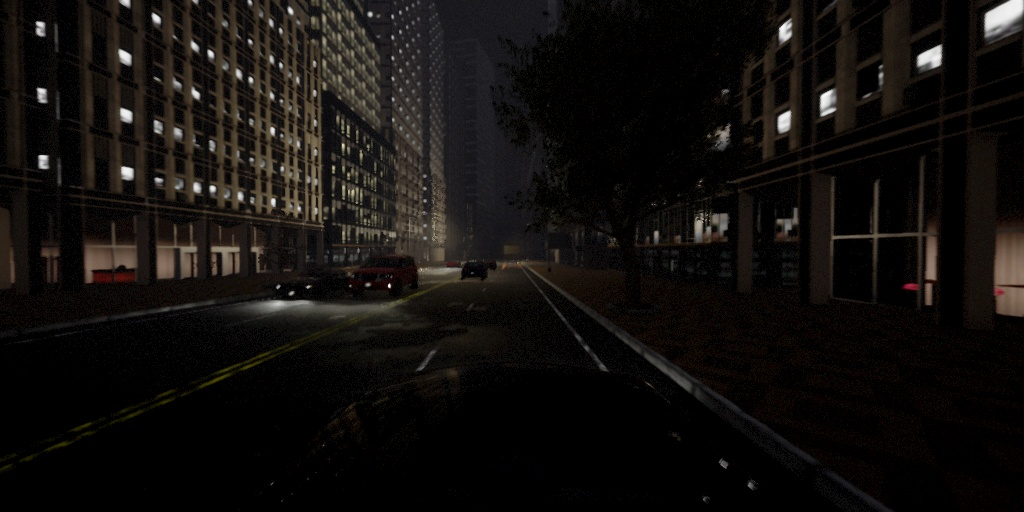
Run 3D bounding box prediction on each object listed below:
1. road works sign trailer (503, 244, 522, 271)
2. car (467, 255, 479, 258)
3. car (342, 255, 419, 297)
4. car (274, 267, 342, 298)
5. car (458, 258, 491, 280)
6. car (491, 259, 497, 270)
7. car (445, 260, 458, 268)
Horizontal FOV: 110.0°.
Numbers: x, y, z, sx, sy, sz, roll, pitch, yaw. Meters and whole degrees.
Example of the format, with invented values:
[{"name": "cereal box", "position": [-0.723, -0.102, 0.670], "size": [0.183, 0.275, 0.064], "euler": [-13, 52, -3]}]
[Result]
[{"name": "road works sign trailer", "position": [-0.002, 0.180, 49.689], "size": [2.380, 3.560, 2.880], "euler": [0, 0, 1]}, {"name": "car", "position": [-6.550, 0.933, 59.678], "size": [2.150, 2.045, 5.566], "euler": [0, 0, 1]}, {"name": "car", "position": [-6.604, 0.958, 19.209], "size": [2.150, 2.045, 5.566], "euler": [0, 0, 0]}, {"name": "car", "position": [-9.854, 1.284, 18.681], "size": [2.033, 1.411, 5.357], "euler": [0, 0, 0]}, {"name": "car", "position": [-3.156, 1.205, 30.935], "size": [1.882, 1.535, 5.008], "euler": [0, 0, 0]}, {"name": "car", "position": [-3.157, 1.192, 50.679], "size": [1.882, 1.535, 5.008], "euler": [0, 0, 0]}, {"name": "car", "position": [-9.800, 1.310, 59.728], "size": [1.895, 1.301, 4.718], "euler": [0, 0, 1]}]
